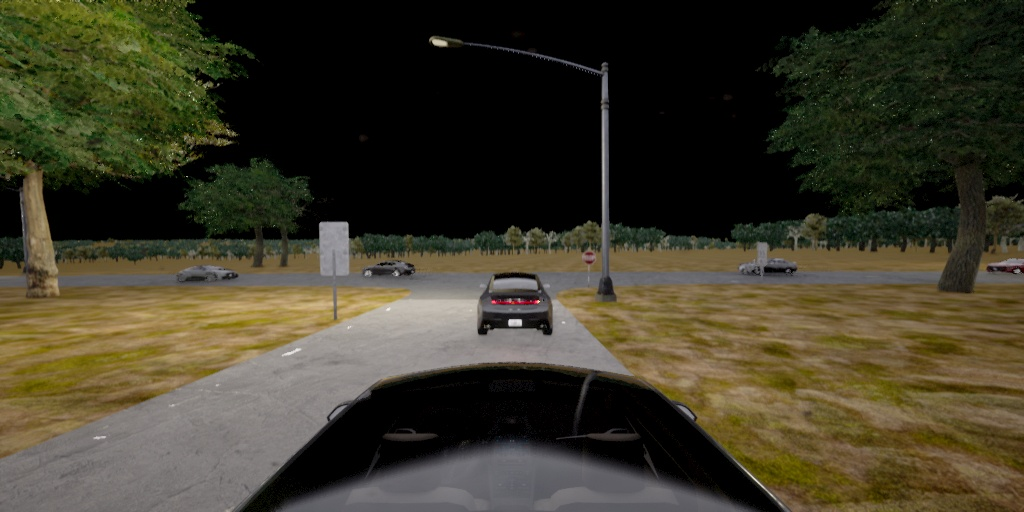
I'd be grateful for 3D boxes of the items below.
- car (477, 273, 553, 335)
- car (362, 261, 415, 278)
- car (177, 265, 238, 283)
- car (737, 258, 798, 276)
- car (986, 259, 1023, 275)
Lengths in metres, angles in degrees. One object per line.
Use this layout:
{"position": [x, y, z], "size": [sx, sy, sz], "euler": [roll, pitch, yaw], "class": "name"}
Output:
{"position": [0.081, 1.217, 10.319], "size": [1.837, 1.490, 4.892], "euler": [0, 0, 0], "class": "car"}
{"position": [-11.246, 1.155, 32.557], "size": [4.892, 1.490, 1.837], "euler": [0, 1, 15], "class": "car"}
{"position": [-25.605, 1.449, 30.220], "size": [4.181, 1.385, 1.994], "euler": [-1, 3, 4], "class": "car"}
{"position": [23.419, 0.924, 32.913], "size": [4.902, 1.511, 2.128], "euler": [0, 5, -2], "class": "car"}
{"position": [48.403, 0.986, 34.222], "size": [5.008, 1.535, 1.882], "euler": [0, 3, -4], "class": "car"}
